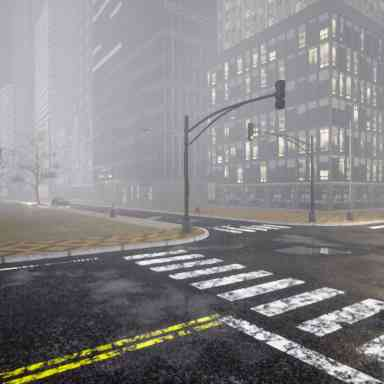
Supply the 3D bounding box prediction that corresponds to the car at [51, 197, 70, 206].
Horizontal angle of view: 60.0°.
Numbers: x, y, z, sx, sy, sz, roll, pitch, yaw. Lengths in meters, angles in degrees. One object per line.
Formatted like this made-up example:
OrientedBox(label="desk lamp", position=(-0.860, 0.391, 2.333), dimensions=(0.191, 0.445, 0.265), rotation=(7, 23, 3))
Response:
OrientedBox(label="car", position=(-21.594, 1.553, 54.301), dimensions=(2.033, 1.411, 5.357), rotation=(0, 0, -35))
